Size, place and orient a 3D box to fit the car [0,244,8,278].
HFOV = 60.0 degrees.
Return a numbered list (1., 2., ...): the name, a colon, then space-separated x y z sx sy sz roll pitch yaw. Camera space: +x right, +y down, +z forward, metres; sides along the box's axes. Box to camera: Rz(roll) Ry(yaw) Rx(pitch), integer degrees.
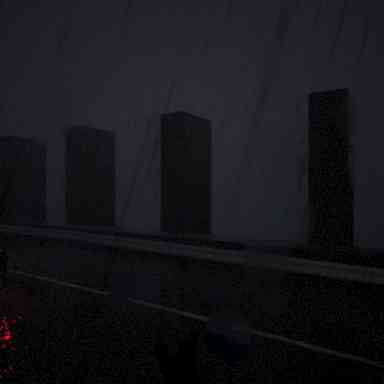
1. car: -6.479 1.457 8.123 4.892 1.490 1.837 0 0 32
